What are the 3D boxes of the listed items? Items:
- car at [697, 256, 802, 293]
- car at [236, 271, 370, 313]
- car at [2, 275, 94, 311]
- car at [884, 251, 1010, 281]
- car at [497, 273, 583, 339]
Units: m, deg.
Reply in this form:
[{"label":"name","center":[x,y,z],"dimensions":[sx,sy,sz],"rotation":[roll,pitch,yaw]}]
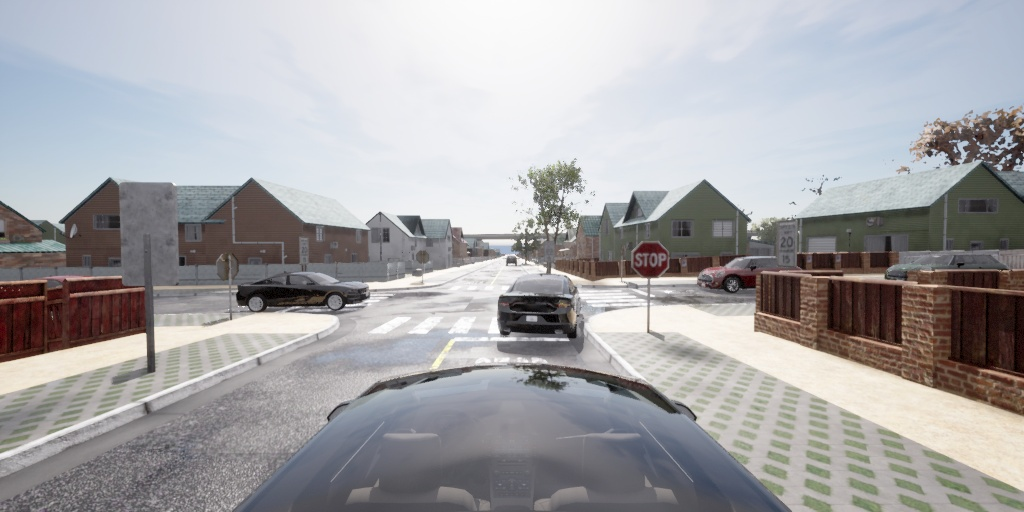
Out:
[{"label":"car","center":[11.786,0.820,17.902],"dimensions":[4.553,1.767,2.097],"rotation":[-1,2,0]},{"label":"car","center":[-8.485,1.376,14.793],"dimensions":[5.008,1.535,1.882],"rotation":[-1,2,0]},{"label":"car","center":[-18.038,1.546,14.719],"dimensions":[5.008,1.535,1.882],"rotation":[-1,2,0]},{"label":"car","center":[21.681,0.646,17.986],"dimensions":[4.553,1.767,2.097],"rotation":[-1,2,0]},{"label":"car","center":[0.947,1.224,10.279],"dimensions":[1.882,1.535,5.008],"rotation":[0,0,12]}]
